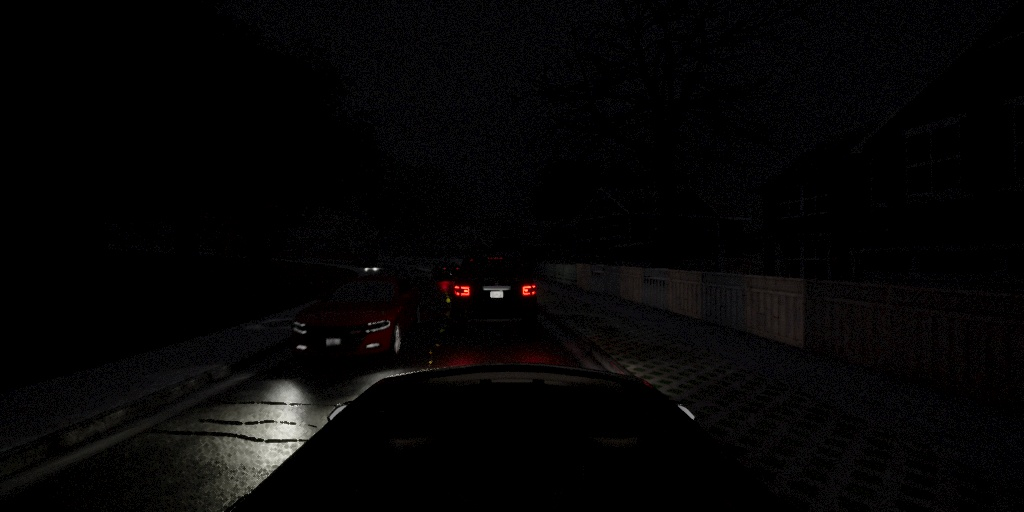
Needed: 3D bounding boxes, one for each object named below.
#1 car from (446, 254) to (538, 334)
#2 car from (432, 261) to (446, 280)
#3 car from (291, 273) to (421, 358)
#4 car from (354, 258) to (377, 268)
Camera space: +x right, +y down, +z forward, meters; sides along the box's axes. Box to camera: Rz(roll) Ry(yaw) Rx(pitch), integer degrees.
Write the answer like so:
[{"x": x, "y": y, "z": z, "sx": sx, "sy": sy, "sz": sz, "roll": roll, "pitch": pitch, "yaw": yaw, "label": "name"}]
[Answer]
[{"x": -0.658, "y": 0.972, "z": 10.867, "sx": 2.150, "sy": 2.045, "sz": 5.566, "roll": 0, "pitch": 0, "yaw": -7, "label": "car"}, {"x": -5.498, "y": 1.170, "z": 29.957, "sx": 2.128, "sy": 1.511, "sz": 4.902, "roll": 0, "pitch": 0, "yaw": -20, "label": "car"}, {"x": -3.419, "y": 1.226, "z": 8.742, "sx": 1.882, "sy": 1.535, "sz": 5.008, "roll": 0, "pitch": 0, "yaw": -7, "label": "car"}, {"x": -21.229, "y": 0.923, "z": 51.703, "sx": 2.033, "sy": 1.411, "sz": 5.357, "roll": 1, "pitch": 1, "yaw": -40, "label": "car"}]
